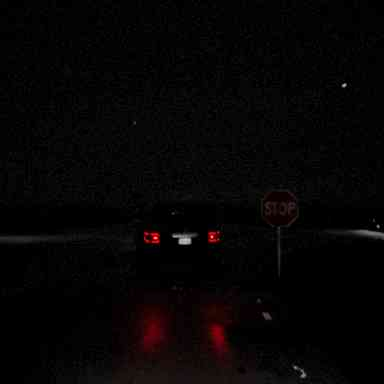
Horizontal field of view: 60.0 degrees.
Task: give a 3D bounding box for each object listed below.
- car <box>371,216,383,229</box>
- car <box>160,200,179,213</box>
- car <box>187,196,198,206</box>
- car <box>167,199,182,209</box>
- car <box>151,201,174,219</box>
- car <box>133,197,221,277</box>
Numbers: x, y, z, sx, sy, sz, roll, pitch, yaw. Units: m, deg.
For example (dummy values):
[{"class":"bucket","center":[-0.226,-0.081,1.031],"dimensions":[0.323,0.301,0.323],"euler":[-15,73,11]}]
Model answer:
[{"class":"car","center":[13.669,1.640,19.745],"dimensions":[5.357,1.411,2.033],"euler":[0,-1,-1]},{"class":"car","center":[-2.830,1.804,42.919],"dimensions":[2.033,1.411,5.357],"euler":[0,0,0]},{"class":"car","center":[0.038,1.735,64.089],"dimensions":[2.097,1.767,4.553],"euler":[0,0,0]},{"class":"car","center":[-2.813,1.873,54.181],"dimensions":[2.033,1.411,5.357],"euler":[0,0,0]},{"class":"car","center":[-2.793,1.668,32.252],"dimensions":[1.882,1.535,5.008],"euler":[0,0,-2]},{"class":"car","center":[-0.668,1.284,10.680],"dimensions":[2.150,2.045,5.566],"euler":[0,0,-11]}]
